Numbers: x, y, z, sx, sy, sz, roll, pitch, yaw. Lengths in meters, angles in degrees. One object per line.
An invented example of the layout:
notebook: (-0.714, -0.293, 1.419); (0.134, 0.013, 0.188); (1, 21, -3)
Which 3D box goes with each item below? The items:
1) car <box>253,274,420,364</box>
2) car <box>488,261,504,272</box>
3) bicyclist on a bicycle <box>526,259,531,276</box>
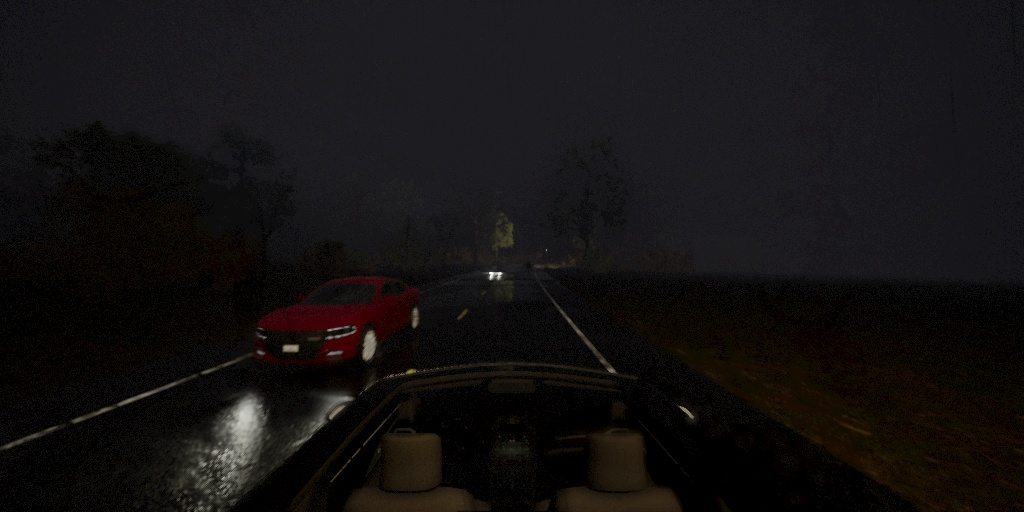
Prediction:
car: (-3.563, 1.231, 8.301); (1.882, 1.535, 5.008); (0, 0, 1)
car: (-2.130, 1.423, 49.893); (2.128, 1.511, 4.902); (0, 0, 4)
bicyclist on a bicycle: (1.750, 1.330, 37.775); (0.582, 1.620, 1.656); (0, -1, 3)
